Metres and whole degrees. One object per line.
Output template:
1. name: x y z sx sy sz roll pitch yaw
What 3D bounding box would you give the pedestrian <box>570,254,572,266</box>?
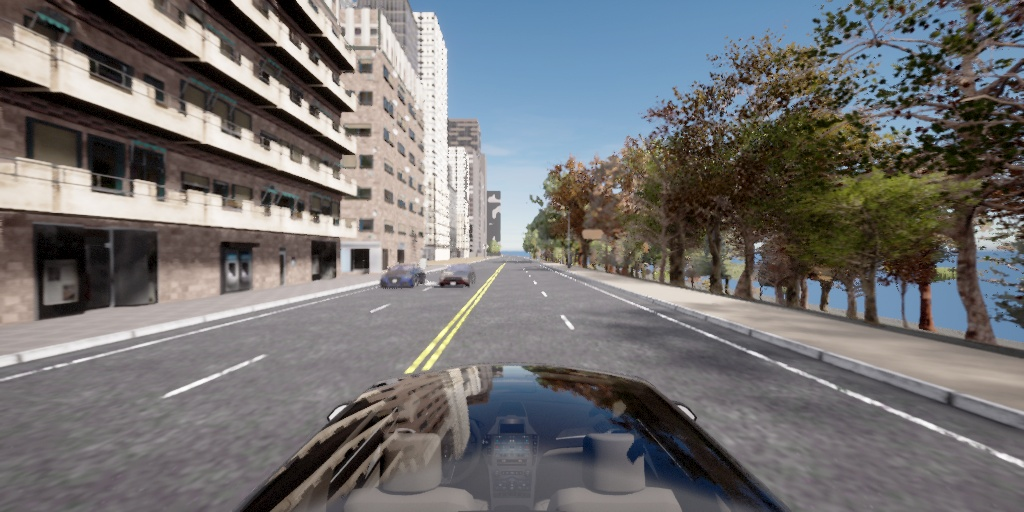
1. pedestrian: 9.011 0.598 54.575 0.375 1.860 0.375 0 1 0

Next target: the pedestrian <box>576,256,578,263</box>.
1. pedestrian: 10.012 0.511 55.174 0.500 1.100 0.500 0 1 0

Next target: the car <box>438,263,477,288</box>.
1. car: -3.351 1.177 23.064 2.033 1.411 5.357 0 0 0

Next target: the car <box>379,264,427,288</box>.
1. car: -6.599 1.199 22.159 1.994 1.385 4.181 0 0 0
